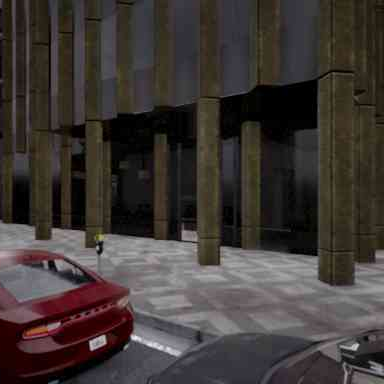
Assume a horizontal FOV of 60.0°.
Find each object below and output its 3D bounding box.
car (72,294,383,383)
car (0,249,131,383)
[{"bbox_3d":[1.554,1.550,1.849,4.403,1.369,2.008,0,0,36],"label":"car"},{"bbox_3d":[-2.862,1.554,5.023,4.507,1.381,1.887,0,0,36],"label":"car"}]
